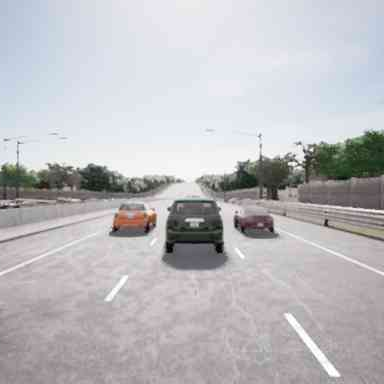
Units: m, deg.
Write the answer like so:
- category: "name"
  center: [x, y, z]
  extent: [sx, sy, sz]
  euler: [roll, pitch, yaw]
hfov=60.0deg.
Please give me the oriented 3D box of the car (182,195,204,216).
- category: "car"
  center: [0.100, 1.337, 35.745]
  extent: [2.150, 2.045, 5.566]
  euler: [0, 0, 0]

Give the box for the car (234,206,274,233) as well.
- category: "car"
  center: [3.595, 1.550, 19.738]
  extent: [1.812, 1.442, 4.674]
  euler: [0, 0, 0]

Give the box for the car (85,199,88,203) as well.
- category: "car"
  center: [-20.998, 1.930, 69.721]
  extent: [2.128, 1.511, 4.902]
  euler: [0, -1, 0]

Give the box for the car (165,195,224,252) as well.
- category: "car"
  center: [0.095, 1.229, 14.148]
  extent: [2.150, 2.045, 5.566]
  euler: [0, 0, 0]

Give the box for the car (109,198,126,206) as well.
- category: "car"
  center: [-14.009, 1.878, 62.657]
  extent: [2.033, 1.411, 5.357]
  euler: [0, -1, 0]

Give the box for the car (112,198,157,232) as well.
- category: "car"
  center: [-3.401, 1.379, 20.522]
  extent: [2.097, 1.767, 4.553]
  euler: [0, 0, 0]

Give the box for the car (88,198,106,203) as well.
- category: "car"
  center: [-17.515, 1.895, 63.000]
  extent: [1.994, 1.385, 4.181]
  euler: [0, -1, 1]
